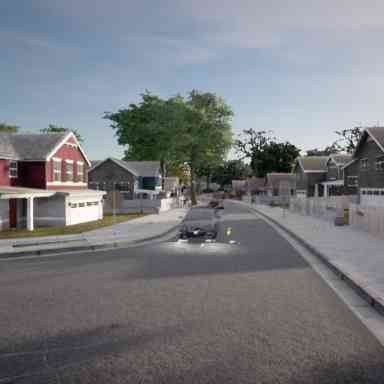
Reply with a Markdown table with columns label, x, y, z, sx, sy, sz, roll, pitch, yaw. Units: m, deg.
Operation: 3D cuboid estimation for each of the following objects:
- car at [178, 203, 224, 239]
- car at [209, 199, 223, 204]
| label | x | y | z | sx | sy | sz | roll | pitch | yaw |
| --- | --- | --- | --- | --- | --- | --- | --- | --- | --- |
| car | 0.484 | 1.567 | 17.398 | 1.837 | 1.490 | 4.892 | 0 | 0 | 8 |
| car | 3.134 | 1.633 | 42.825 | 1.994 | 1.385 | 4.181 | 0 | 0 | 4 |
